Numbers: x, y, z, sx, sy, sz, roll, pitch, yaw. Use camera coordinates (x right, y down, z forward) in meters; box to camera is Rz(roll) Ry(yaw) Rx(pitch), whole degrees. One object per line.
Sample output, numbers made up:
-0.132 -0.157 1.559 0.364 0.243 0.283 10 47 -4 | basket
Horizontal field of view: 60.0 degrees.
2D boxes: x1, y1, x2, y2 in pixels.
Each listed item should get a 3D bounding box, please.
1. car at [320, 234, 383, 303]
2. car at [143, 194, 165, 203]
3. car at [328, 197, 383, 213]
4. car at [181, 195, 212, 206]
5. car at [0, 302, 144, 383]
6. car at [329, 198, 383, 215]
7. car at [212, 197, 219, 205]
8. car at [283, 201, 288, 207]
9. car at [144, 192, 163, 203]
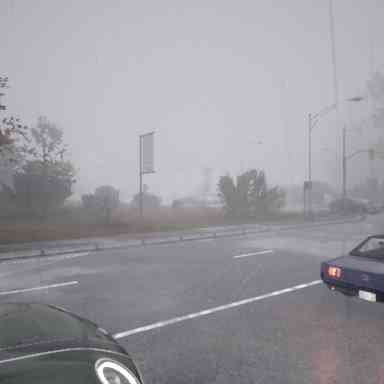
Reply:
4.969 1.571 7.276 4.718 1.301 1.895 -1 0 -35 | car
-7.586 1.259 65.736 2.128 1.511 4.902 -1 0 -38 | car
17.314 1.290 34.720 2.033 1.411 5.357 -1 0 -41 | car
0.269 1.280 50.152 2.128 1.511 4.902 -1 0 -39 | car
-2.503 1.353 1.938 4.553 1.767 2.097 0 0 -36 | car
14.837 1.289 30.415 1.837 1.490 4.892 1 0 -23 | car
2.390 1.281 53.101 1.812 1.442 4.674 -1 0 -38 | car
10.100 1.351 43.457 1.895 1.301 4.718 -1 0 -39 | car
-7.531 1.015 59.986 2.150 2.045 5.566 -1 0 -38 | car
